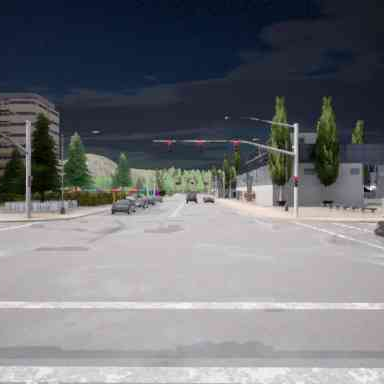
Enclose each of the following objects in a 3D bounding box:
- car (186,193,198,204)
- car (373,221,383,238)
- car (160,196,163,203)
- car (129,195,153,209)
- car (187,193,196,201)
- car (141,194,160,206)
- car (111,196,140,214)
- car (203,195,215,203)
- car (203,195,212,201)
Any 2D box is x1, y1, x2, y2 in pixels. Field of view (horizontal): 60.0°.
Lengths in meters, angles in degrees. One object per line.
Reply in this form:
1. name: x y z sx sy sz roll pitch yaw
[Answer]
1. car: -0.037 1.221 66.181 2.150 2.045 5.566 0 0 0
2. car: 10.692 1.547 14.062 5.357 1.411 2.033 0 0 0
3. car: -7.043 1.506 68.365 1.837 1.490 4.892 0 0 0
4. car: -7.114 1.492 45.482 2.128 1.511 4.902 0 0 0
5. car: -0.043 1.210 76.803 2.097 1.767 4.553 0 0 0
6. car: -7.114 1.547 56.090 2.033 1.411 5.357 0 0 0
7. car: -7.137 1.505 35.034 1.837 1.490 4.892 0 0 1
8. car: 3.462 1.601 66.557 1.895 1.301 4.718 0 0 0
9. car: 3.457 1.450 76.865 1.895 1.301 4.718 0 0 0
